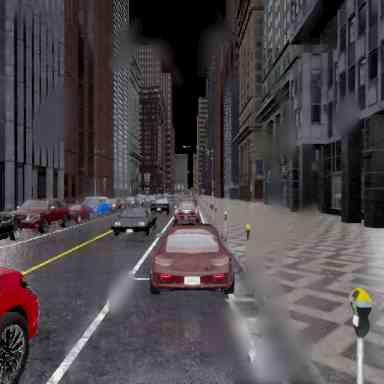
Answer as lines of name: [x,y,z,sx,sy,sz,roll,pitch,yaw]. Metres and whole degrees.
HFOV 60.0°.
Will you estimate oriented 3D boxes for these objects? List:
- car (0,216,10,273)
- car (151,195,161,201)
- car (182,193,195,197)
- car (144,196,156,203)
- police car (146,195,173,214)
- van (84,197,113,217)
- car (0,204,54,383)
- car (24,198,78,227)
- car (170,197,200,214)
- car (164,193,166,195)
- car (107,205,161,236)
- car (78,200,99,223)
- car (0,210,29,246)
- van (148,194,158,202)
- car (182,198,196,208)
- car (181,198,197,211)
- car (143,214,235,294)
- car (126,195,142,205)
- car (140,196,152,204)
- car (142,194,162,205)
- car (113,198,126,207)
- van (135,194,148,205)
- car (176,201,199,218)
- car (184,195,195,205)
car: [-6.245,1.477,7.179,1.882,1.535,5.008,0,0,0]
car: [-8.911,1.446,81.710,1.967,1.590,4.097,0,0,0]
car: [-0.386,1.314,36.627,2.192,1.841,5.009,0,0,0]
car: [-8.911,1.552,70.437,2.008,1.369,4.403,0,0,0]
police car: [-3.144,1.423,34.302,1.930,1.638,5.238,0,0,0]
van: [-8.911,1.340,30.980,1.690,1.788,3.998,0,0,0]
car: [-3.045,1.221,1.898,2.150,2.045,5.566,0,0,0]
car: [-8.911,1.314,19.706,2.192,1.841,5.009,0,0,0]
car: [-0.386,1.439,25.353,1.967,1.590,4.097,0,0,0]
car: [-8.912,1.323,87.347,2.192,1.841,5.009,0,0,0]
car: [-3.046,1.600,18.548,1.895,1.301,4.718,0,0,0]
car: [-8.910,1.544,25.344,1.887,1.381,4.507,0,0,0]
car: [-8.910,1.565,14.070,1.947,1.339,4.313,0,0,0]
van: [-8.911,1.345,76.073,1.690,1.788,3.998,0,0,0]
car: [-0.385,1.564,47.899,1.947,1.339,4.313,0,0,0]
car: [-0.385,1.543,42.263,1.887,1.381,4.507,0,0,0]
car: [0.003,1.525,8.651,1.812,1.442,4.674,0,0,0]
car: [-8.911,1.439,47.891,1.967,1.590,4.097,0,0,0]
car: [-8.911,1.525,64.631,1.752,1.417,4.829,0,0,0]
car: [-6.145,1.160,49.167,2.097,1.767,4.553,0,0,0]
car: [-8.911,1.439,36.617,1.967,1.590,4.097,0,0,0]
van: [-8.911,1.340,59.164,1.690,1.788,3.998,0,0,0]
car: [-0.385,1.565,30.990,1.947,1.339,4.313,0,0,0]
car: [-0.386,1.439,59.171,1.967,1.590,4.097,0,0,0]
